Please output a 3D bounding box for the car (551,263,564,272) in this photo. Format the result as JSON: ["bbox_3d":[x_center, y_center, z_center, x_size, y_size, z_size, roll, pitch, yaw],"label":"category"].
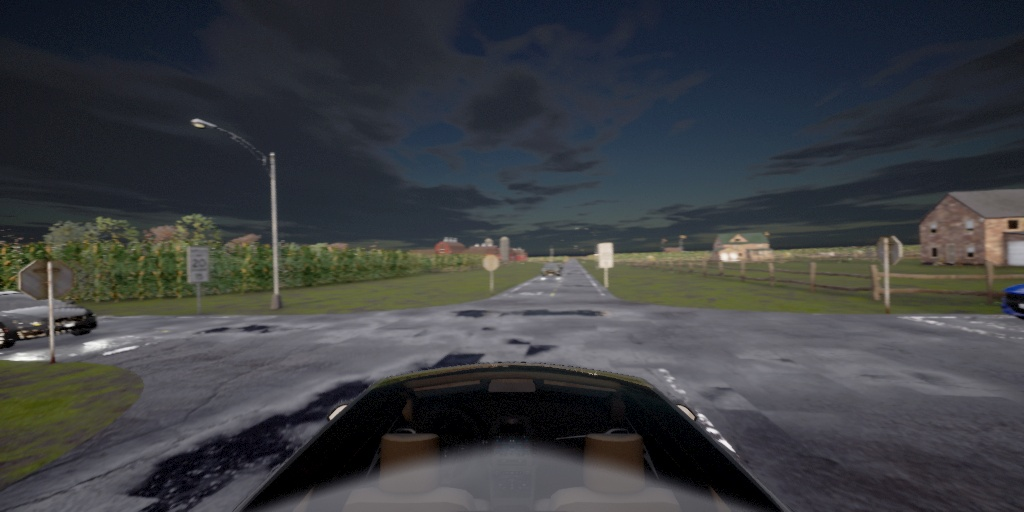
[{"bbox_3d":[7.353,1.767,57.651,1.895,1.301,4.718,-2,-1,10],"label":"car"}]

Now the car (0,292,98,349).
[{"bbox_3d":[-15.437,1.863,10.988,4.892,1.490,1.837,-2,0,10],"label":"car"}]

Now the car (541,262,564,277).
[{"bbox_3d":[4.569,1.516,41.637,2.097,1.767,4.553,-2,-1,10],"label":"car"}]

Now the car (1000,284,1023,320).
[{"bbox_3d":[14.819,0.863,8.195,5.008,1.535,1.882,-2,0,10],"label":"car"}]
